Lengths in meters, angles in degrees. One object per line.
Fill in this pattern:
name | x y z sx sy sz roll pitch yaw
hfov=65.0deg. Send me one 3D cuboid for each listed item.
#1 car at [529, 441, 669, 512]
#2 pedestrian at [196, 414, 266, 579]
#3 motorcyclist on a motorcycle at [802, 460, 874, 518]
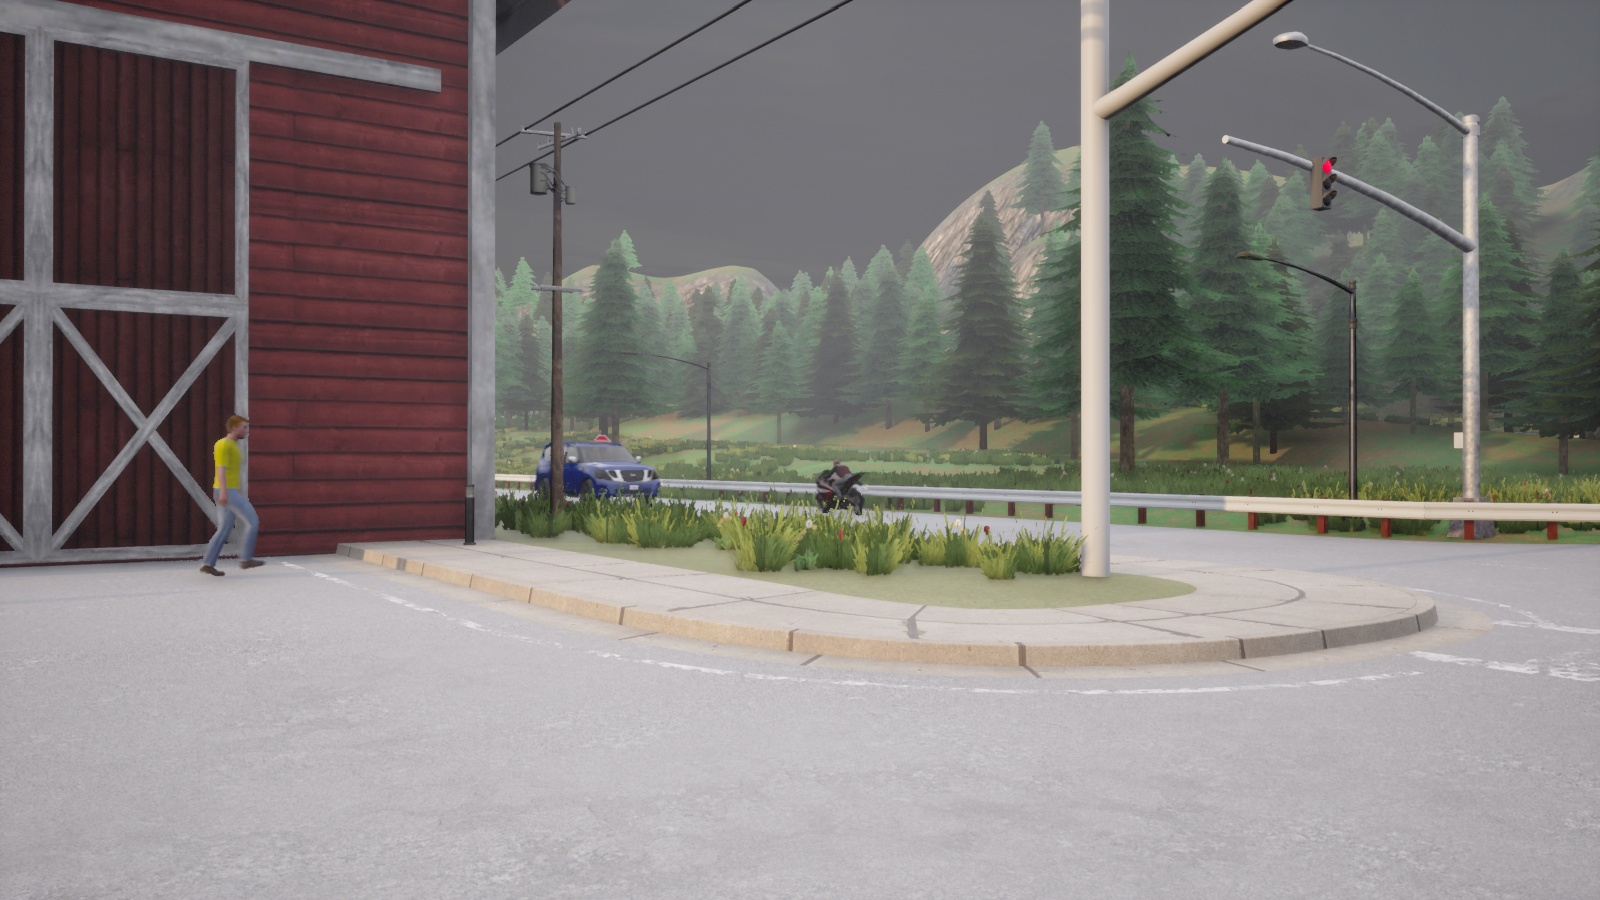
car | -6.339 0.778 38.949 2.150 2.045 5.566 0 0 -34
pedestrian | -6.456 0.515 14.263 0.706 1.836 0.354 0 0 -21
motorcyclist on a motorcycle | 1.018 1.033 34.252 0.866 1.530 2.191 0 0 -34
